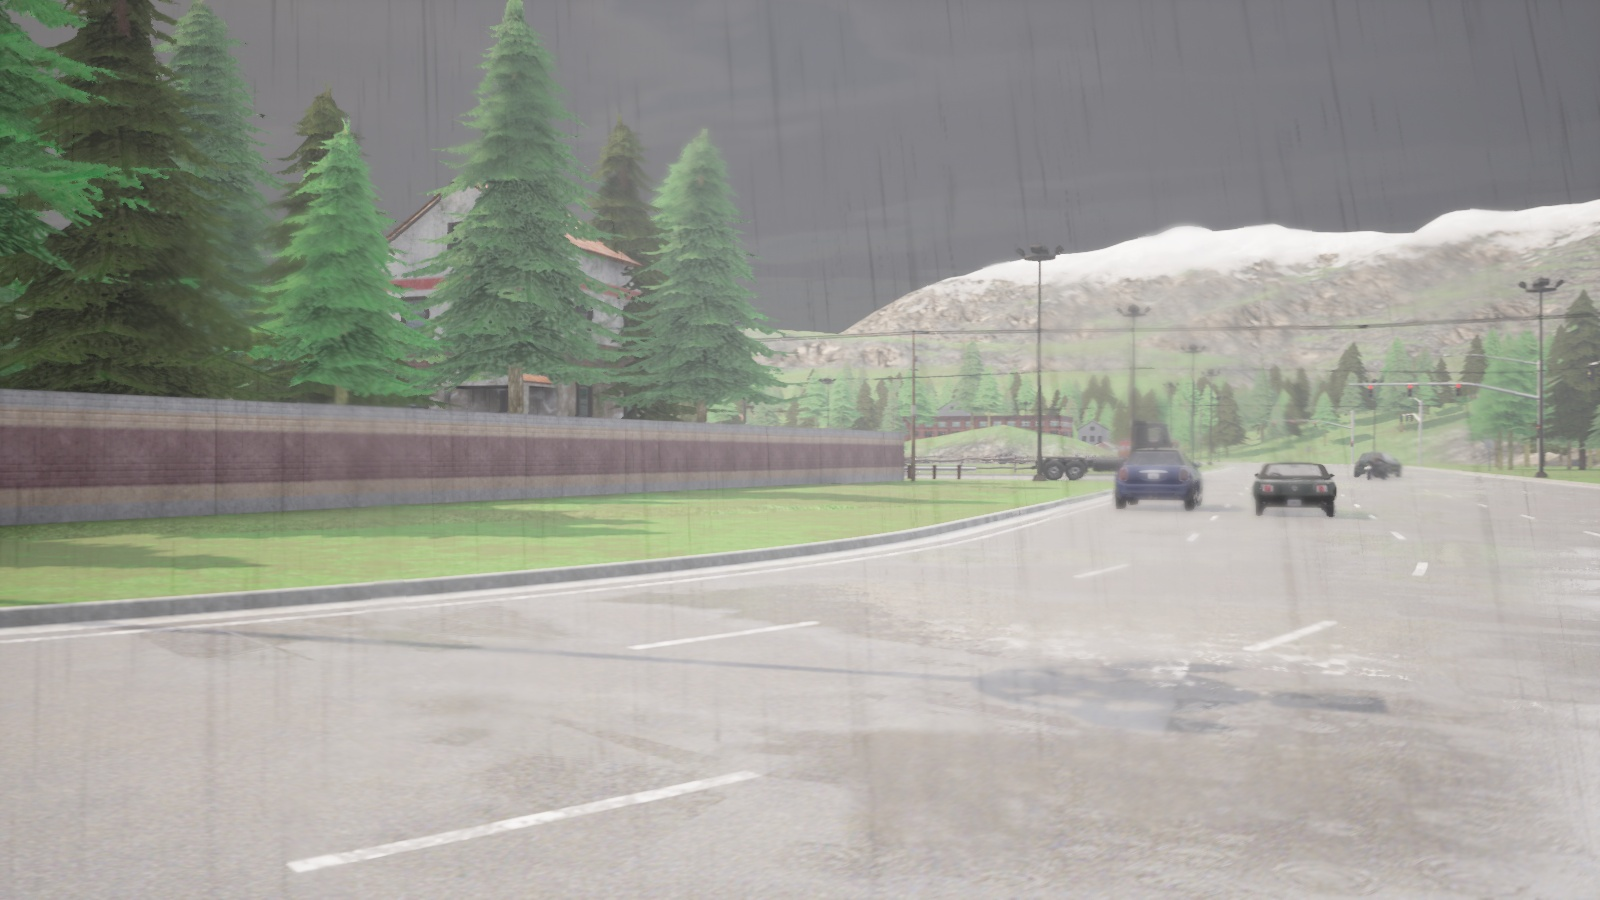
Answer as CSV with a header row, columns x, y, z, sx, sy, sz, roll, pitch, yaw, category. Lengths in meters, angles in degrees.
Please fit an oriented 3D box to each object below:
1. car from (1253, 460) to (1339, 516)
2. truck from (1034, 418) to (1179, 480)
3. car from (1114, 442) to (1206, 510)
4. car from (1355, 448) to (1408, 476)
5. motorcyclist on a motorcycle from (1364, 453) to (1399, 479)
x,y,z,sx,sy,sz,roll,pitch,yaw,category
12.626,0.917,32.007,1.895,1.301,4.718,0,0,21,car
17.490,-0.045,72.036,7.936,3.462,2.891,0,0,12,truck
10.268,0.694,35.596,2.097,1.767,4.553,0,0,21,car
38.420,0.774,82.930,2.097,1.767,4.553,0,0,39,car
34.077,0.931,73.589,2.191,1.530,0.866,0,-1,-36,motorcyclist on a motorcycle
